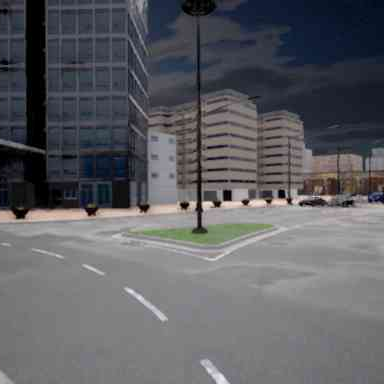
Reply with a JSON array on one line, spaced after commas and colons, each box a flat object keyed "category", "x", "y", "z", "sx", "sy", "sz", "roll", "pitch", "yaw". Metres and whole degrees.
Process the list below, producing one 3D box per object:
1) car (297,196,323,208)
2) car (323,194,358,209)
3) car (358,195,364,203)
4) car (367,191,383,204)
[{"category": "car", "x": 15.884, "y": 1.288, "z": 43.789, "sx": 2.033, "sy": 1.411, "sz": 5.357, "roll": 0, "pitch": 0, "yaw": 44}, {"category": "car", "x": 18.598, "y": 1.085, "z": 41.561, "sx": 2.097, "sy": 1.767, "sz": 4.553, "roll": 0, "pitch": 0, "yaw": 44}, {"category": "car", "x": 27.282, "y": 1.153, "z": 55.677, "sx": 1.812, "sy": 1.442, "sz": 4.674, "roll": 0, "pitch": 0, "yaw": 44}, {"category": "car", "x": 30.080, "y": 0.839, "z": 53.539, "sx": 2.150, "sy": 2.045, "sz": 5.566, "roll": 0, "pitch": 0, "yaw": 44}]
